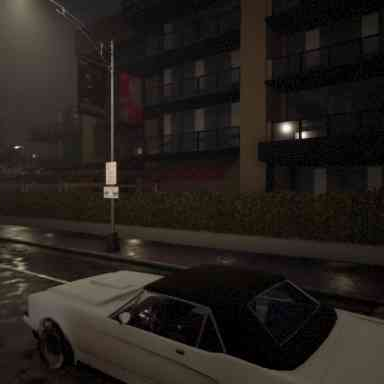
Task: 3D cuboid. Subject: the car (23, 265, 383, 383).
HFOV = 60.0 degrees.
[{"bbox_3d":[-0.003,1.601,4.003,4.718,1.301,1.895,0,0,36],"label":"car"}]
